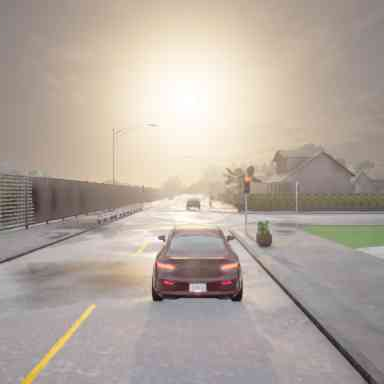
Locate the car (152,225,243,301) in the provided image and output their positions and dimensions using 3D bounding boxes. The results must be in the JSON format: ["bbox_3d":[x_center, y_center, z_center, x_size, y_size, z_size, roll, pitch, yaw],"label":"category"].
[{"bbox_3d":[0.109,1.526,8.177,1.812,1.442,4.674,0,0,0],"label":"car"}]

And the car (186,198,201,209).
[{"bbox_3d":[0.186,1.505,44.125,1.837,1.490,4.892,0,0,0],"label":"car"}]
